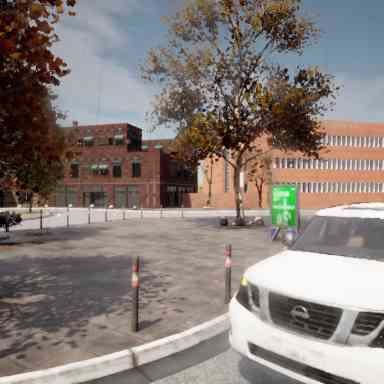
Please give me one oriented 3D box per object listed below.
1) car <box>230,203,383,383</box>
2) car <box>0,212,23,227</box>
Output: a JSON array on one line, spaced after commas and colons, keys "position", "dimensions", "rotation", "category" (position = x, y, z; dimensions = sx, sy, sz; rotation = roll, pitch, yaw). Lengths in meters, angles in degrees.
[{"position": [2.921, 1.229, 5.247], "dimensions": [2.150, 2.045, 5.566], "rotation": [0, 0, 44], "category": "car"}, {"position": [-13.211, 1.641, 20.696], "dimensions": [1.895, 1.301, 4.718], "rotation": [0, 0, 36], "category": "car"}]
